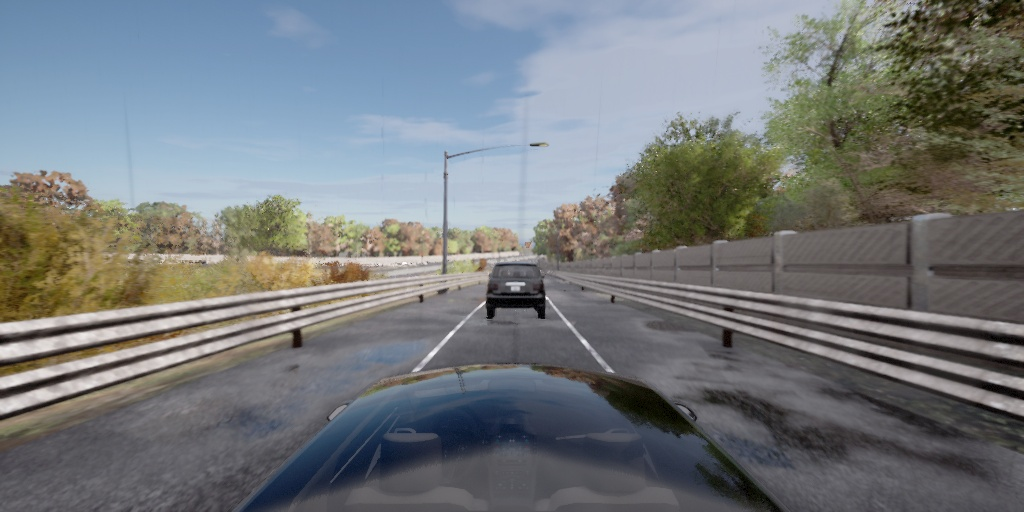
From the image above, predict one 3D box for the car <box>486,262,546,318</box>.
[{"bbox_3d":[0.185,1.286,14.688,2.150,2.045,5.566,0,-2,1],"label":"car"}]
